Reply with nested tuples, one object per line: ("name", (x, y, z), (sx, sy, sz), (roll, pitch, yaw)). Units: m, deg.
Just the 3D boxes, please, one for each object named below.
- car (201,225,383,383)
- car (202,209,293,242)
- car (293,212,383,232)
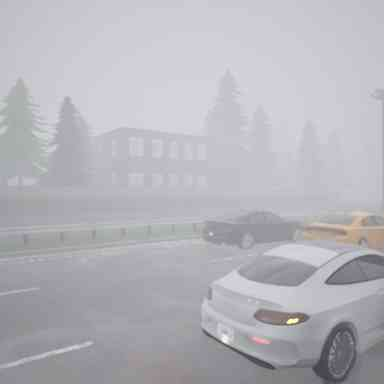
("car", (2.283, 1.525, 5.377), (4.674, 1.442, 1.812), (0, 0, -36))
("car", (2.755, 1.476, 14.316), (5.008, 1.535, 1.882), (0, 0, -36))
("car", (6.247, 1.477, 12.509), (5.008, 1.535, 1.882), (0, 0, -36))
